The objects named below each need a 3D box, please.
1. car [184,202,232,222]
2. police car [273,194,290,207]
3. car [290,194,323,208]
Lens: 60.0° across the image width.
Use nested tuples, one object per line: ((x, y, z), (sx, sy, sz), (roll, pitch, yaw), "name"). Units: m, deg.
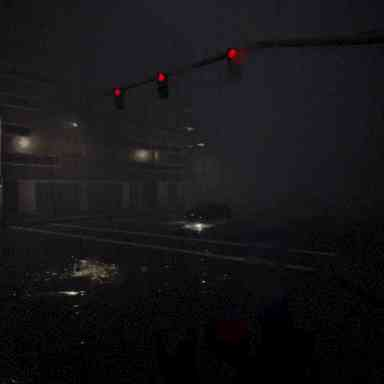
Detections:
((1.311, 1.446, 25.510), (1.994, 1.385, 4.181), (-1, 0, 40), "car")
((12.526, 1.073, 44.163), (1.930, 1.638, 5.238), (-1, 0, 40), "police car")
((14.484, 1.178, 41.072), (2.033, 1.411, 5.357), (-1, 0, 40), "car")
